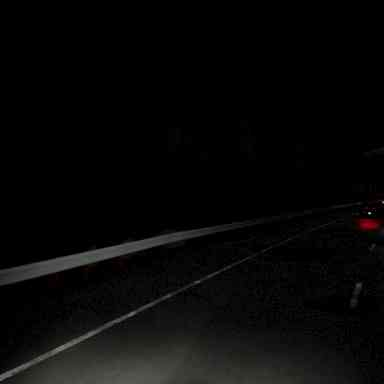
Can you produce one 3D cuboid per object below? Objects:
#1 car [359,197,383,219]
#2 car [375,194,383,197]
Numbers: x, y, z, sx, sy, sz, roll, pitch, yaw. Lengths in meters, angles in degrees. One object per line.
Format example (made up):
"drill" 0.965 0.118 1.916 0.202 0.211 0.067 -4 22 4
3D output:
"car" 16.120 1.505 29.556 1.837 1.490 4.892 0 0 35
"car" 22.194 1.221 38.079 2.150 2.045 5.566 0 0 36
